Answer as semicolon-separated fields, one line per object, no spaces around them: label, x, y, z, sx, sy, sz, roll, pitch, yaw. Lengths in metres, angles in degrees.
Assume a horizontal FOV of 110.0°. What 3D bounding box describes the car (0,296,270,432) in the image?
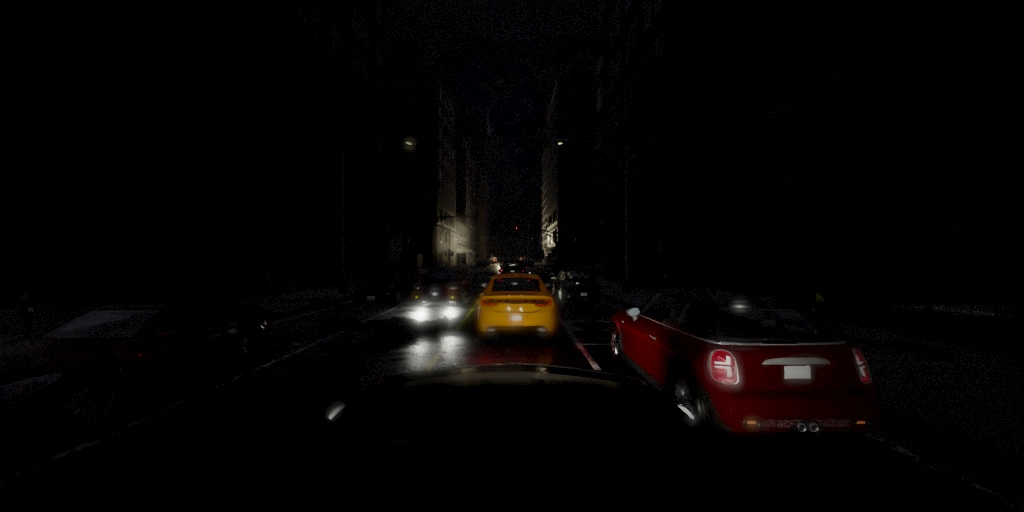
car;-5.661;1.332;5.543;1.802;1.307;4.207;0;0;0

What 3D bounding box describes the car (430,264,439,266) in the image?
car;-5.630;1.334;22.047;1.802;1.307;4.207;0;0;0

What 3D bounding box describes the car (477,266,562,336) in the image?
car;0.114;1.228;10.414;1.882;1.535;5.008;0;0;0

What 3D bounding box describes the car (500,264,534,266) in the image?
car;0.135;1.315;19.403;1.994;1.385;4.181;0;0;0

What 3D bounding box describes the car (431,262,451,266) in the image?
car;-5.619;1.193;27.548;1.967;1.591;4.097;0;0;0

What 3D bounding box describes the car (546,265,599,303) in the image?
car;2.885;1.301;16.529;2.007;1.370;4.403;0;0;0

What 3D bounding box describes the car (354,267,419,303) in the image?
car;-5.640;1.317;16.546;1.948;1.339;4.313;0;0;0

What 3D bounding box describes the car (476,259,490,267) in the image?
car;-5.513;1.375;64.650;1.802;1.307;4.207;0;0;0

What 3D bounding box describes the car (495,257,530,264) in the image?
car;0.080;1.105;28.135;2.097;1.767;4.553;0;0;1

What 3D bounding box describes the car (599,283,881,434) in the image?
car;2.864;1.190;5.526;1.967;1.591;4.097;0;0;0

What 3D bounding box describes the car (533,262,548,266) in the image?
car;2.906;1.319;27.532;1.948;1.339;4.313;0;0;0

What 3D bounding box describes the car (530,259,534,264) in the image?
car;3.012;1.232;64.621;1.967;1.591;4.097;0;0;0

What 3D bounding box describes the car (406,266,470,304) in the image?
car;-3.059;1.315;16.177;1.994;1.385;4.181;0;0;0
